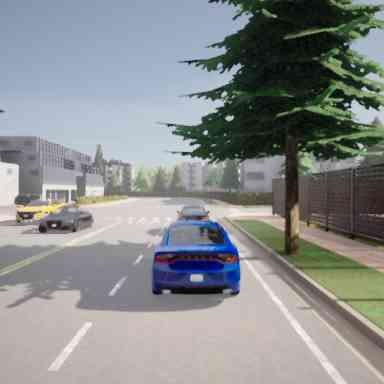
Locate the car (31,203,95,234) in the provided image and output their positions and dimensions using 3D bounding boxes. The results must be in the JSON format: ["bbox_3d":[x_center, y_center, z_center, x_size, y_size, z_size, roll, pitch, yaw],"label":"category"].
[{"bbox_3d":[-7.062,1.528,19.048,1.994,1.385,4.181,0,0,0],"label":"car"}]

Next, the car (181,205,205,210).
[{"bbox_3d":[0.079,1.489,18.916,1.812,1.442,4.674,0,0,0],"label":"car"}]

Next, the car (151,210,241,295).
[{"bbox_3d":[0.082,1.461,8.732,1.882,1.535,5.008,0,0,0],"label":"car"}]

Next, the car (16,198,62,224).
[{"bbox_3d":[-10.520,1.238,23.569,1.882,1.535,5.008,0,0,0],"label":"car"}]
